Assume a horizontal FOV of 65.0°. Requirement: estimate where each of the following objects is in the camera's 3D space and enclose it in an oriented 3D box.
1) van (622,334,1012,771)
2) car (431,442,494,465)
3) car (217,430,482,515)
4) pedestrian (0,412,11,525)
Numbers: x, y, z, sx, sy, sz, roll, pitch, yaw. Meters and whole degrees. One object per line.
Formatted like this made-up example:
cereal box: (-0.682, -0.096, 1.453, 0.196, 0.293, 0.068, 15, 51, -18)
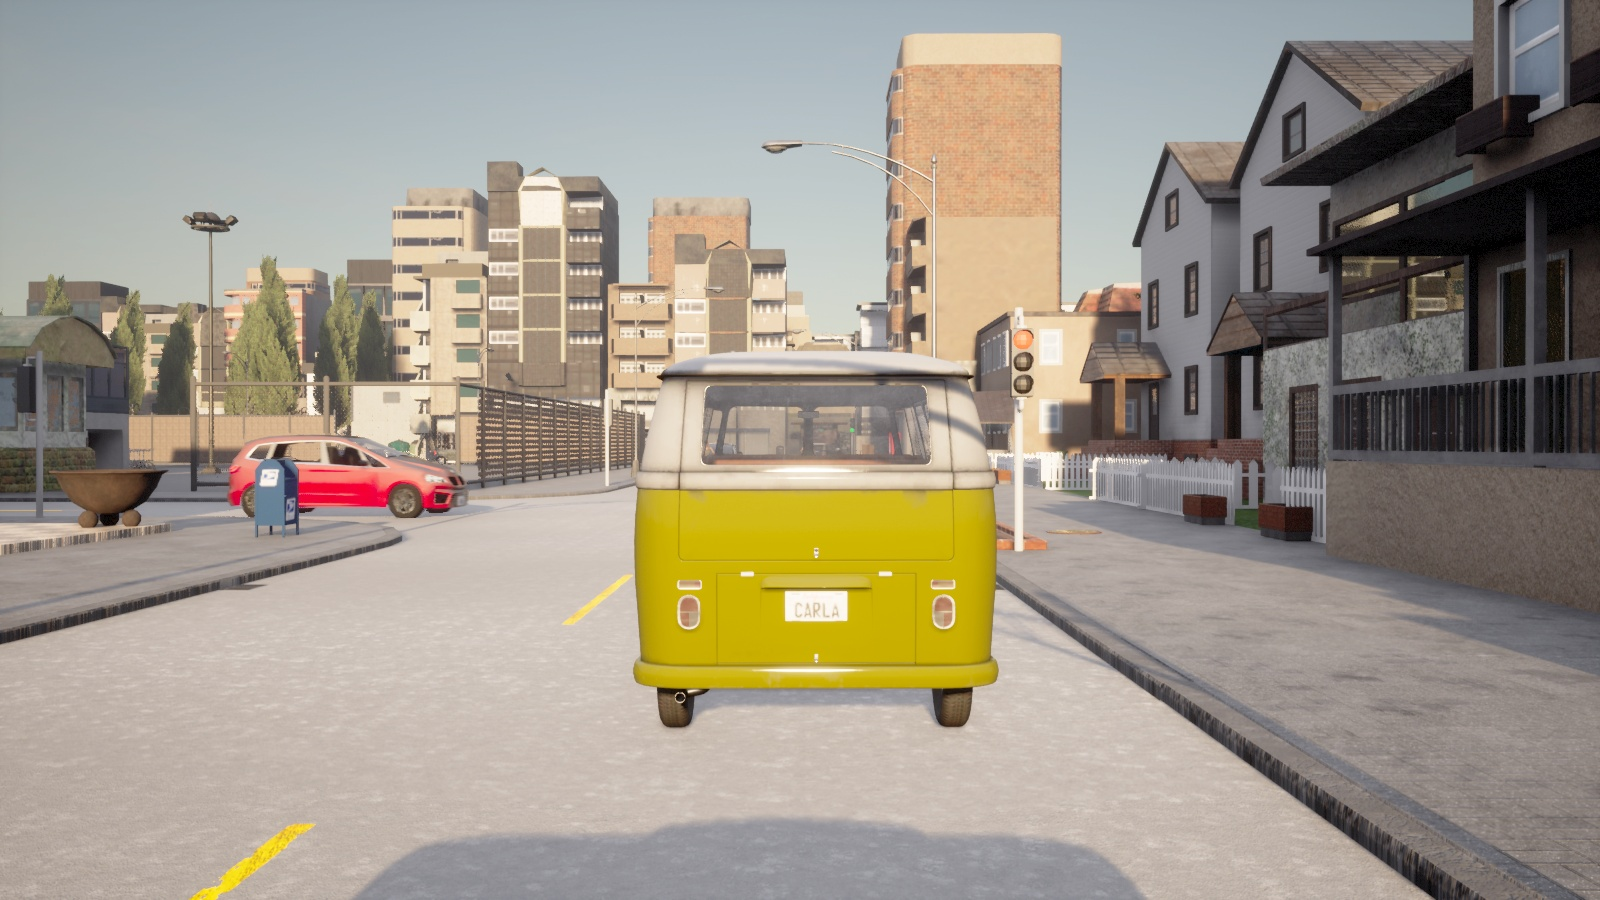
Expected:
van: (0.070, 0.454, 7.932, 1.775, 1.987, 4.442, 0, 0, 0)
car: (-22.380, 0.236, 83.458, 3.705, 1.549, 1.789, 0, 0, 0)
car: (-9.120, 0.438, 25.744, 4.611, 1.667, 2.242, 0, 0, 3)
pedestrian: (-14.222, 0.317, 21.811, 0.788, 1.949, 0.423, 0, 0, -16)
